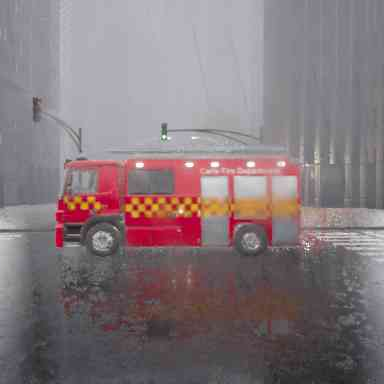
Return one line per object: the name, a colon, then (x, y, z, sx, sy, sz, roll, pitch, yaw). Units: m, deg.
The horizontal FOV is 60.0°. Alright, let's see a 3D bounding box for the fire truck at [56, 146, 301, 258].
fire truck: (-0.445, 0.317, 12.550, 8.468, 3.827, 2.891, 0, 0, 0)
